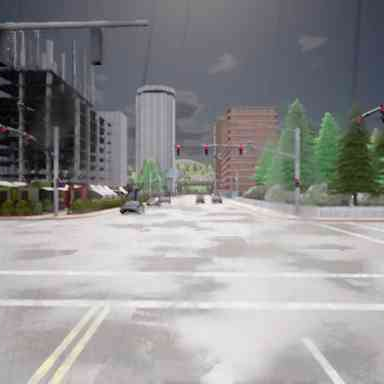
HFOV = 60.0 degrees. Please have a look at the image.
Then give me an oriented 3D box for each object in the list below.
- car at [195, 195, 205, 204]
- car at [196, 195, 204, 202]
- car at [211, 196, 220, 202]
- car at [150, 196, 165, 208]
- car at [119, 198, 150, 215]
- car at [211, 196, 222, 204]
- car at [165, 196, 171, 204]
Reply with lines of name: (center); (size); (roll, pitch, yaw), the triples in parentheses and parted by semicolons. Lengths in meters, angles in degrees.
car: (1.672, 1.711, 67.580); (1.895, 1.301, 4.718); (0, 0, 1)
car: (1.890, 1.451, 76.765); (1.837, 1.490, 4.892); (0, 0, 1)
car: (5.390, 1.546, 76.711); (1.895, 1.301, 4.718); (0, 0, 1)
car: (-5.804, 1.576, 50.804); (2.128, 1.511, 4.902); (0, 0, 2)
car: (-6.211, 1.606, 35.339); (2.033, 1.411, 5.357); (0, 0, 2)
car: (5.178, 1.635, 67.815); (1.812, 1.442, 4.674); (0, 0, 1)
car: (-5.320, 1.635, 67.997); (1.812, 1.442, 4.674); (0, 0, 1)
